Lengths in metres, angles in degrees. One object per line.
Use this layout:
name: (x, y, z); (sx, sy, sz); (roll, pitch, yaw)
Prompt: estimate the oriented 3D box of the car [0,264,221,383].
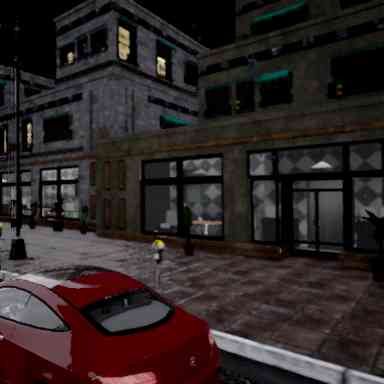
car: (-1.651, 1.576, 4.063); (4.206, 1.307, 1.802); (0, -1, 36)
